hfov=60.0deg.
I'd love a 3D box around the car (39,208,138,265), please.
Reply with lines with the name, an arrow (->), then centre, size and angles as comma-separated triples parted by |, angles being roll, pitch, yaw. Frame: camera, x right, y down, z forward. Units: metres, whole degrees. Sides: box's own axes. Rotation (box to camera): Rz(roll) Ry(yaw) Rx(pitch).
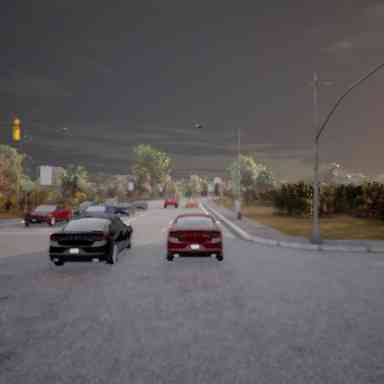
car -> -3.400, 1.557, 12.087 | 1.882, 1.535, 5.008 | 0, 0, 0

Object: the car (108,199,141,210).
car -> -7.042, 1.774, 34.770 | 2.033, 1.411, 5.357 | 0, 0, 0

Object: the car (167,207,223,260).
car -> 0.098, 1.562, 12.819 | 1.882, 1.535, 5.008 | 0, 0, 0

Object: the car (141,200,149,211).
car -> -7.004, 1.843, 45.428 | 2.033, 1.411, 5.357 | 0, 0, 0

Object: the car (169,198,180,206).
car -> -3.461, 1.907, 65.542 | 1.882, 1.535, 5.008 | 0, 0, 1

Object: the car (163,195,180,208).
car -> -3.501, 1.580, 55.165 | 2.150, 2.045, 5.566 | 0, 0, 0

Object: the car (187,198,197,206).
car -> 0.039, 1.907, 65.520 | 1.882, 1.535, 5.008 | 0, 0, 1

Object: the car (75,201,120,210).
car -> -7.091, 1.690, 25.179 | 1.812, 1.442, 4.674 | 0, 0, 0

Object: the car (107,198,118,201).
car -> -10.504, 1.640, 44.288 | 2.097, 1.767, 4.553 | 0, 0, 0

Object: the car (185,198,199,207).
car -> 0.000, 1.713, 55.521 | 2.097, 1.767, 4.553 | 0, 0, 0

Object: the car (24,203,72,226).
car -> -10.586, 1.639, 24.799 | 1.882, 1.535, 5.008 | 0, 0, 0
